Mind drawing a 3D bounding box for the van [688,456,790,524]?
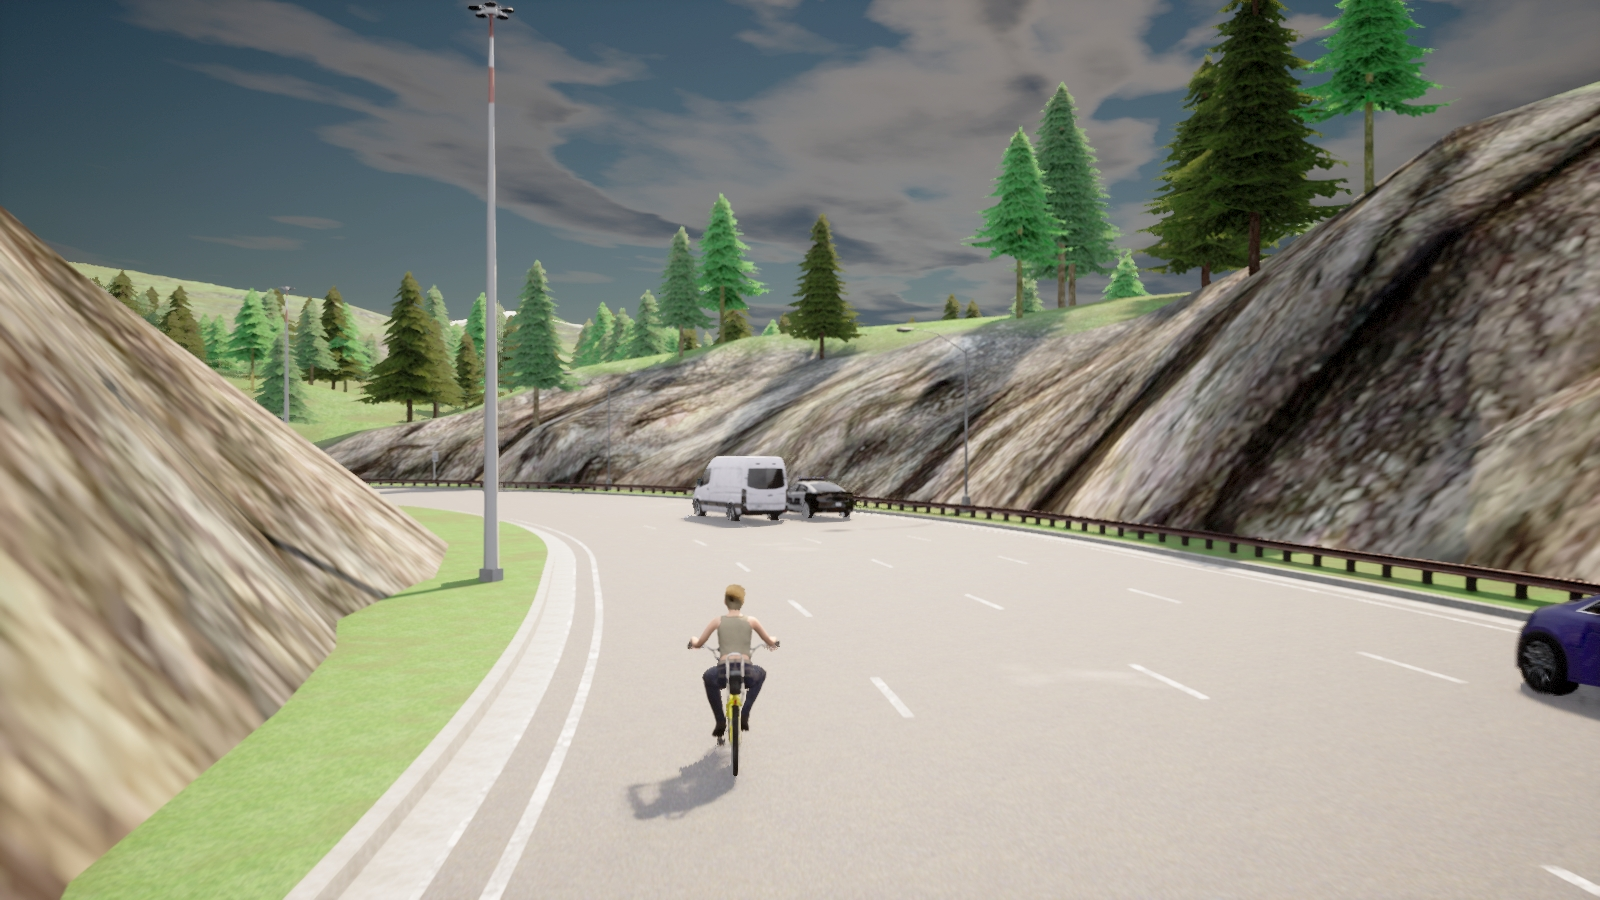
[{"bbox_3d":[-2.582,1.536,46.623,1.988,2.561,5.915,1,0,-26],"label":"van"}]

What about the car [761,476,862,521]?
[{"bbox_3d":[0.411,1.983,48.033,2.097,1.638,5.238,0,0,-26],"label":"car"}]

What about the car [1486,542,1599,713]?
[{"bbox_3d":[9.686,1.967,11.707,2.242,1.667,4.611,0,0,-6],"label":"car"}]

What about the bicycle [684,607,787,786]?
[{"bbox_3d":[-0.592,2.158,10.295,0.859,1.276,1.487,0,0,-4],"label":"bicycle"}]
